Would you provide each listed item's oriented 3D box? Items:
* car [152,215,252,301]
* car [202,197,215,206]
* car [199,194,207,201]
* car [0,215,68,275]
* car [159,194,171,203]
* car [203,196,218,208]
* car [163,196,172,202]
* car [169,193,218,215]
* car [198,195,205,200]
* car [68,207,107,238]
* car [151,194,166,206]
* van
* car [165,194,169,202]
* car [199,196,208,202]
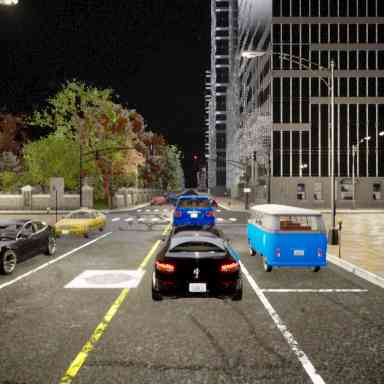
[{"bbox_3d":[0.100,1.523,8.186,1.812,1.442,4.674,0,0,0],"label":"car"},{"bbox_3d":[2.675,1.539,54.268,1.947,1.339,4.313,0,0,0],"label":"car"},{"bbox_3d":[2.667,1.388,82.673,1.967,1.590,4.097,0,0,0],"label":"car"},{"bbox_3d":[-5.772,1.562,10.458,1.947,1.339,4.313,0,0,0],"label":"car"},{"bbox_3d":[-5.710,1.277,71.312,2.192,1.841,5.009,0,0,0],"label":"car"},{"bbox_3d":[2.678,1.416,48.587,1.967,1.590,4.097,0,0,0],"label":"car"},{"bbox_3d":[-5.713,1.538,76.994,1.802,1.307,4.206,0,0,0],"label":"car"},{"bbox_3d":[0.095,1.214,18.536,2.150,2.045,5.566,0,0,0],"label":"car"},{"bbox_3d":[2.664,1.453,94.209,1.752,1.417,4.829,0,0,0],"label":"car"},{"bbox_3d":[-5.823,1.518,17.692,1.752,1.417,4.829,0,0,0],"label":"car"},{"bbox_3d":[-5.705,1.517,54.263,1.887,1.381,4.507,0,0,0],"label":"car"},{"bbox_3d":[2.772,1.337,10.462,1.690,1.788,3.998,0,0,0],"label":"van"},{"bbox_3d":[-5.707,1.520,59.945,2.008,1.369,4.403,0,0,0],"label":"car"},{"bbox_3d":[2.668,1.521,76.992,1.947,1.339,4.313,0,0,0],"label":"car"}]
